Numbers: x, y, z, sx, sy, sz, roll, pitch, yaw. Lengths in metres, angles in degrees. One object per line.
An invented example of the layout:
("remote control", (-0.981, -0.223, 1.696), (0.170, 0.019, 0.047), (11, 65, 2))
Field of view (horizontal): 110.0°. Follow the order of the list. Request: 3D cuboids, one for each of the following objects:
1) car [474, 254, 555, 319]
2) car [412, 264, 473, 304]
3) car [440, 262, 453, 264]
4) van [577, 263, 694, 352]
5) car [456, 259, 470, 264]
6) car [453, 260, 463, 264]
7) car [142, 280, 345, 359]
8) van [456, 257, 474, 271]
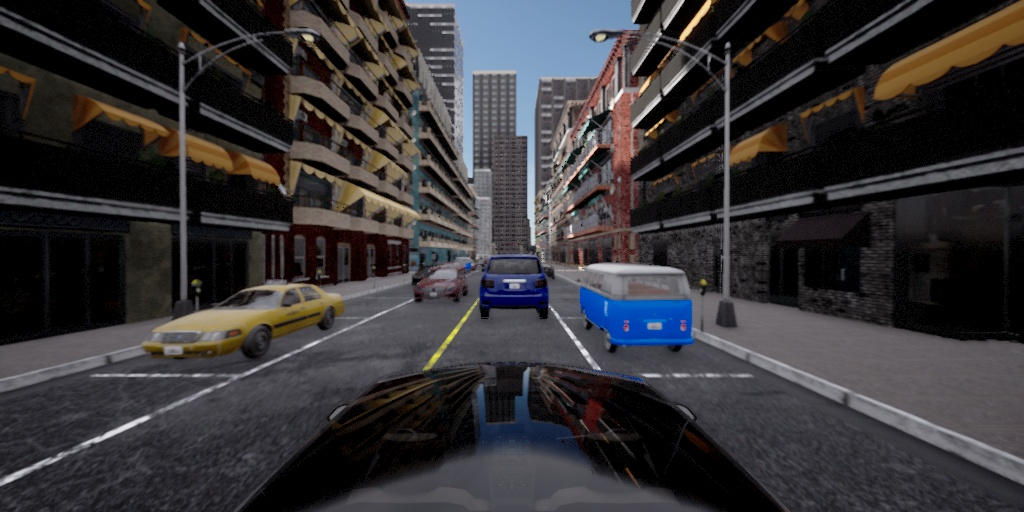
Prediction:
("car", (0.048, 0.960, 12.933), (2.150, 2.045, 5.566), (0, 0, -1))
("car", (-3.095, 1.261, 16.487), (1.812, 1.442, 4.674), (0, 0, 0))
("car", (-5.686, 1.292, 25.181), (1.948, 1.339, 4.313), (0, 0, 0))
("van", (2.690, 1.084, 8.596), (1.690, 1.789, 3.998), (0, 0, 0))
("car", (-5.683, 1.262, 36.228), (1.888, 1.381, 4.507), (0, 0, 0))
("car", (-5.684, 1.267, 30.704), (1.888, 1.381, 4.507), (0, 0, 0))
("car", (-5.691, 1.268, 8.441), (1.751, 1.417, 4.829), (0, 0, 0))
("van", (-5.681, 1.053, 41.752), (1.690, 1.789, 3.998), (0, 0, 0))
